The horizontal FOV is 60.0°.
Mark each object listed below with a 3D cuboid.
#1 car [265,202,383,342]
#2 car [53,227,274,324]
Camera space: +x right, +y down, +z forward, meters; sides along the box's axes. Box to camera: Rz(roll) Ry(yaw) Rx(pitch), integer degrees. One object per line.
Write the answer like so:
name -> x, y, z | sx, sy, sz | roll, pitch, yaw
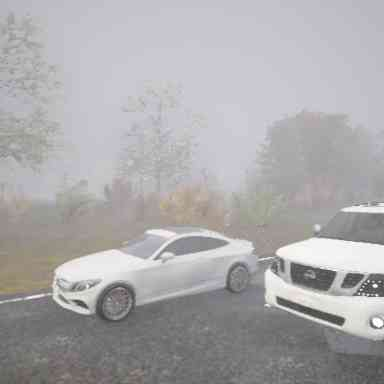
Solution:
car -> 3.911, 1.247, 6.476 | 5.566, 2.045, 2.150 | 0, 0, -36
car -> -0.527, 1.539, 7.301 | 4.674, 1.442, 1.812 | 0, 0, -36
